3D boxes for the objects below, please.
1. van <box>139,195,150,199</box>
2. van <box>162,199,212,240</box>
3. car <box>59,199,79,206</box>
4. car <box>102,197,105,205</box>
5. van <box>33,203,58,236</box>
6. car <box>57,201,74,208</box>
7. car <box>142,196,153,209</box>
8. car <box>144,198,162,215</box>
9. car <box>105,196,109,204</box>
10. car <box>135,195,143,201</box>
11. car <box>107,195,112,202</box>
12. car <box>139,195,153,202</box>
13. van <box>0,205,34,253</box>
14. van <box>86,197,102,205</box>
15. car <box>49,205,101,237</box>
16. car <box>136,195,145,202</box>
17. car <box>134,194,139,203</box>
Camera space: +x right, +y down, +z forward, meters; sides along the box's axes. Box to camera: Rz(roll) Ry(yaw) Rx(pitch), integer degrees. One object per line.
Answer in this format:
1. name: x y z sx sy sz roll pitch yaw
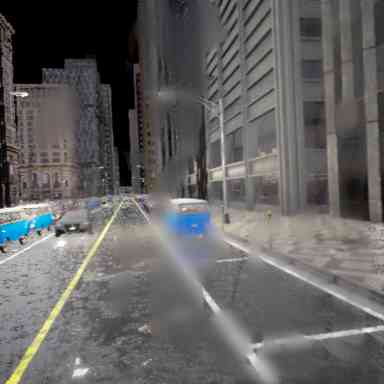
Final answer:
1. van: -6.605 1.316 49.533 1.690 1.788 3.998 -3 0 -11
2. van: -0.241 1.241 16.293 1.690 1.788 3.998 -3 0 -11
3. car: -11.787 1.658 31.307 2.192 1.841 5.009 -3 0 -11
4. car: -17.080 1.948 59.010 1.887 1.381 4.507 -3 0 -11
5. van: -9.665 1.659 20.226 1.690 1.788 3.998 -3 0 -11
6. car: -10.720 1.770 25.767 1.967 1.590 4.097 -3 0 -11
7. car: -4.472 1.532 38.455 1.802 1.307 4.206 -3 0 -11
8. car: -3.411 1.519 32.915 1.802 1.307 4.206 -3 0 -11
9. car: -19.200 1.993 70.090 1.947 1.339 4.313 -3 0 -11
10. car: -14.019 1.619 88.315 1.947 1.339 4.313 -3 0 -11
11. car: -21.328 1.889 81.170 1.967 1.590 4.097 -3 0 -11
12. car: -5.533 1.528 43.995 1.947 1.339 4.313 -3 0 -11
13. van: -8.604 1.646 14.686 1.690 1.788 3.998 -3 0 -11
14. van: -16.029 1.733 53.468 1.690 1.788 3.998 -3 0 -11
15. car: -6.715 1.747 19.576 1.994 1.385 4.181 -3 0 -11
16. car: -12.959 1.594 82.775 2.008 1.369 4.403 -3 0 -11
17. car: -10.838 1.566 71.695 1.887 1.381 4.507 -3 0 -11
